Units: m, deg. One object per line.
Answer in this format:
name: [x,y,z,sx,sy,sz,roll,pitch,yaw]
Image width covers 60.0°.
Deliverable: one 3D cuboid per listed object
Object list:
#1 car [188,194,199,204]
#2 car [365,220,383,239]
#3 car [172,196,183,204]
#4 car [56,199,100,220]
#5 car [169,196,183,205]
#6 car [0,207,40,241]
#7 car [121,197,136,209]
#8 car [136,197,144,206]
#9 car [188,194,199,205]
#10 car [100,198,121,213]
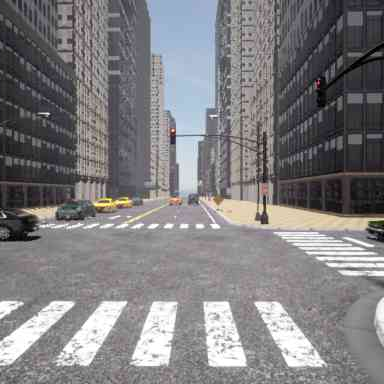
car: [0.282,1.361,70.401,2.150,2.045,5.566,0,0,0]
car: [10.637,1.615,15.168,4.718,1.301,1.895,0,0,2]
car: [-2.970,1.634,70.170,2.128,1.511,4.902,0,0,0]
car: [-9.766,1.374,28.275,2.097,1.767,4.553,0,0,0]
car: [-2.971,1.452,59.982,2.097,1.767,4.553,0,0,0]
car: [-9.949,1.508,16.069,4.892,1.490,1.837,0,0,2]
car: [-9.706,1.539,47.144,1.882,1.535,5.008,0,0,0]
car: [-9.634,1.640,57.792,2.033,1.411,5.357,0,0,1]
car: [0.279,1.606,60.193,1.837,1.490,4.892,0,0,0]
car: [-9.741,1.516,37.462,1.882,1.535,5.008,0,0,0]
